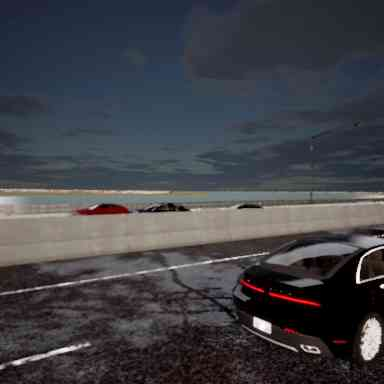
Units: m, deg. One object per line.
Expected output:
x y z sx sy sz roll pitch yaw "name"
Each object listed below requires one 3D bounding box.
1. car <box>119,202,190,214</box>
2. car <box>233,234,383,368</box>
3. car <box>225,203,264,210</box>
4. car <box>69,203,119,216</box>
-2.341 1.517 23.776 4.892 1.490 1.837 0 0 -35 "car"
2.901 1.512 5.801 4.892 1.490 1.837 0 0 -35 "car"
3.440 1.544 23.569 4.674 1.442 1.812 0 0 -35 "car"
-6.796 1.535 24.913 4.674 1.442 1.812 0 0 -35 "car"
